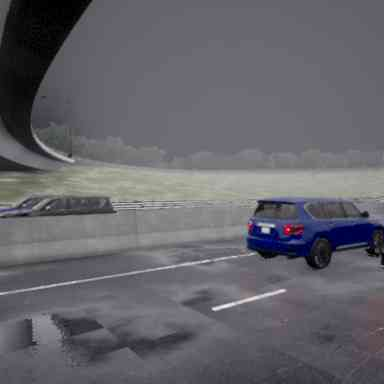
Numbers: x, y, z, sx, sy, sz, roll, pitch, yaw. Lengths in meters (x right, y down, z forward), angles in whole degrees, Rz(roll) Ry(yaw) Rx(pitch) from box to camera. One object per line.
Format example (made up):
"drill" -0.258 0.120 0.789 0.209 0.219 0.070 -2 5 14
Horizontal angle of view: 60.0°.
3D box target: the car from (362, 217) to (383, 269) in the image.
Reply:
"car" 6.759 1.450 8.568 4.902 1.511 2.128 0 0 -36

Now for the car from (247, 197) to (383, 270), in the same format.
"car" 4.298 1.181 11.111 5.566 2.045 2.150 0 0 -35

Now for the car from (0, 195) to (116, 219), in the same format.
"car" -6.522 1.203 16.536 5.566 2.045 2.150 0 0 -35

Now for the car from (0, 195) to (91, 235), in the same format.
"car" -8.907 1.205 19.134 5.566 2.045 2.150 0 0 -35

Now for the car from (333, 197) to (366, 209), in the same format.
"car" 21.347 1.407 44.979 4.892 1.490 1.837 1 0 -35
